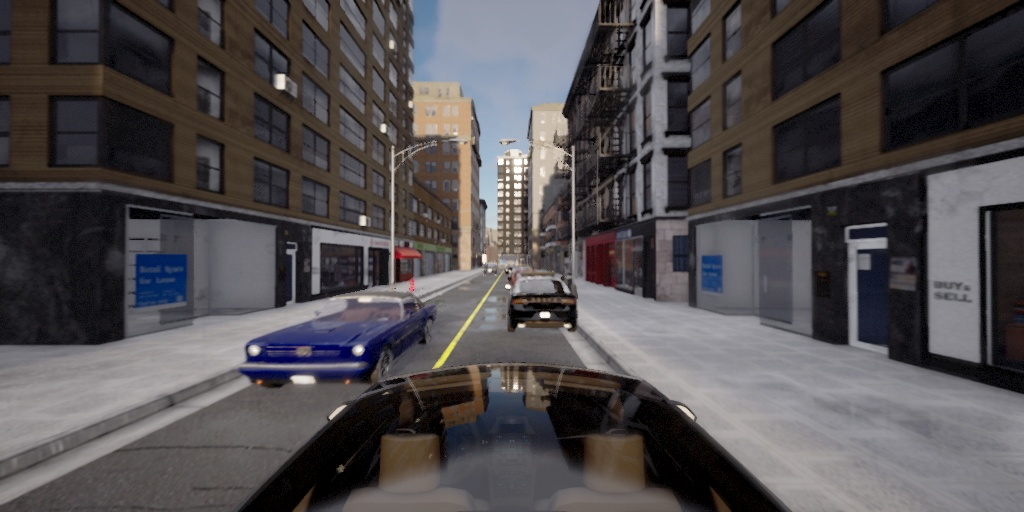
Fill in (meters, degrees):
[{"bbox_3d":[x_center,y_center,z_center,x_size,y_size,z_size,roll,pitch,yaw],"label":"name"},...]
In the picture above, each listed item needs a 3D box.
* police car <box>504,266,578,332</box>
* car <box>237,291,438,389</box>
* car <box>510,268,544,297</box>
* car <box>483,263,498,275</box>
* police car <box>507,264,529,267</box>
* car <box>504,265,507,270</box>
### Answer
[{"bbox_3d":[0.808,1.286,11.448,1.930,1.638,5.238,0,-1,0],"label":"police car"},{"bbox_3d":[-2.859,1.413,7.117,1.895,1.301,4.718,0,-1,0],"label":"car"},{"bbox_3d":[0.788,1.498,21.337,1.812,1.442,4.674,0,-1,0],"label":"car"},{"bbox_3d":[-2.930,1.782,49.565,2.128,1.511,4.902,0,-1,0],"label":"car"},{"bbox_3d":[0.776,1.465,27.447,1.930,1.638,5.238,0,-1,0],"label":"police car"},{"bbox_3d":[-0.051,1.883,48.855,1.895,1.301,4.718,0,-1,0],"label":"car"}]
